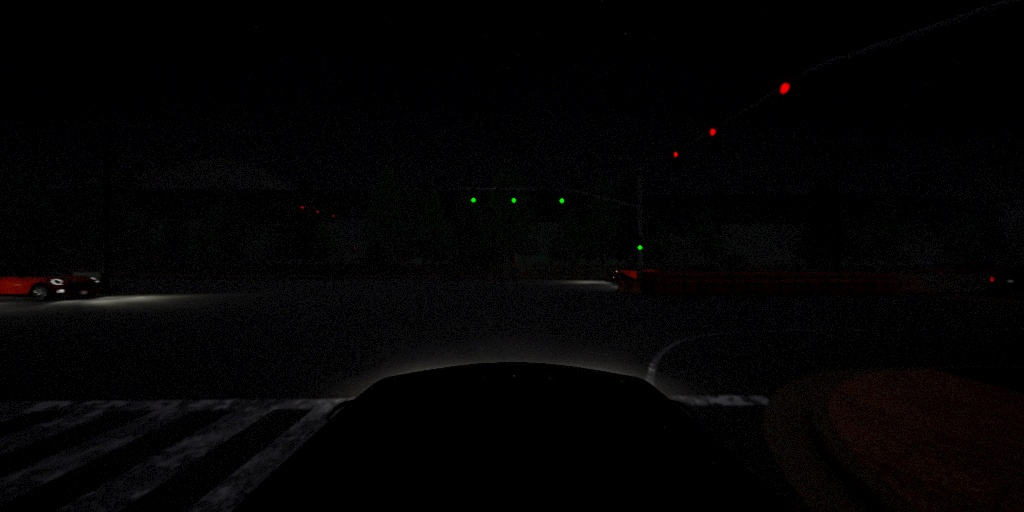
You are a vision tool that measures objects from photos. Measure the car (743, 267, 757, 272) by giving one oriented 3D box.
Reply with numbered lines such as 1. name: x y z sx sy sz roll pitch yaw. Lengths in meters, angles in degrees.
1. car: 20.332 1.691 33.582 4.892 1.490 1.837 0 -1 -2

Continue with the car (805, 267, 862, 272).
1. car: 22.802 1.710 26.667 4.718 1.301 1.895 0 -1 -2

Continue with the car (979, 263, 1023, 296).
1. car: 29.406 1.396 19.712 4.553 1.767 2.097 0 -1 -2

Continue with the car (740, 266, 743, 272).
1. car: 16.171 1.657 29.922 4.674 1.442 1.812 0 -1 -2

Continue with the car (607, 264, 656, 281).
1. car: 11.218 1.510 33.243 4.553 1.767 2.097 0 -1 -2

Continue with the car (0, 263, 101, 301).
1. car: -23.480 1.230 17.742 4.553 1.767 2.097 0 -1 -2

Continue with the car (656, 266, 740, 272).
1. car: 13.550 1.586 26.324 4.892 1.490 1.837 0 -1 -2

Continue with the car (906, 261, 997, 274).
1. car: 33.505 1.363 27.063 5.566 2.045 2.150 0 -1 -2
